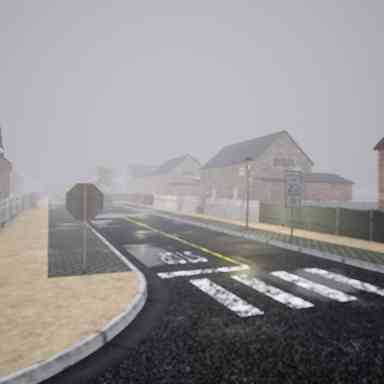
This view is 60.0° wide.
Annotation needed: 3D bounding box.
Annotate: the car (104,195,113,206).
[{"bbox_3d":[-12.058,1.100,45.356,2.128,1.511,4.902,1,0,-23],"label":"car"}]
